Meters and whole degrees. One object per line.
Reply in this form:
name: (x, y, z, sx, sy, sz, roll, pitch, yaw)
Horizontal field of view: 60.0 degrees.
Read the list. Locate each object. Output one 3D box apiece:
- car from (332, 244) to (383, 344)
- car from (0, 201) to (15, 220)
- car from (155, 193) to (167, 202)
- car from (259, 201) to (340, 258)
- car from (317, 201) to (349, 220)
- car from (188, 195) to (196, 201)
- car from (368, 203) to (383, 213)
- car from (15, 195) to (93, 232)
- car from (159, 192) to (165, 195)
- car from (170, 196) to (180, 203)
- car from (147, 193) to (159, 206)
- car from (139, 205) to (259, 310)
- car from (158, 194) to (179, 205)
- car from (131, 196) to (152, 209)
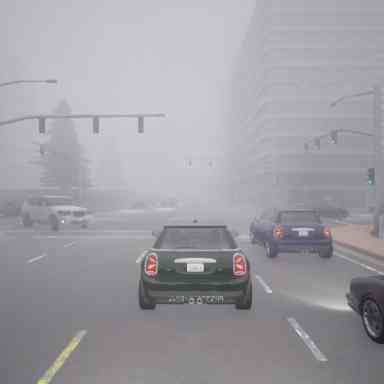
car: (3.599, 1.547, 3.351, 2.033, 1.411, 5.357, 0, 0, 0)
car: (-13.402, 1.441, 26.835, 4.902, 1.511, 2.128, 0, 0, -5)
car: (-7.000, 1.225, 74.567, 2.150, 2.045, 5.566, 0, 0, 0)
car: (3.587, 1.352, 12.827, 2.097, 1.767, 4.553, 0, 0, 0)
car: (10.241, 1.474, 26.987, 4.674, 1.442, 1.812, 0, 0, -4)
car: (0.000, 1.525, 81.125, 2.128, 1.511, 4.902, 0, 0, 0)
car: (19.936, 1.492, 32.455, 5.357, 1.411, 2.033, 0, 0, -18)
car: (-8.347, 1.206, 20.380, 5.566, 2.045, 2.150, 0, -2, 40)
car: (-7.048, 1.221, 63.922, 2.150, 2.045, 5.566, 0, 0, 1)
car: (-3.500, 1.595, 71.100, 1.895, 1.301, 4.718, 0, 0, 0)
car: (-7.089, 1.352, 54.508, 2.097, 1.767, 4.553, 0, 0, 0)
car: (0.071, 1.352, 7.988, 2.097, 1.767, 4.553, 0, 0, 0)
car: (-3.597, 1.491, 51.082, 2.128, 1.511, 4.902, 0, 0, 0)
car: (-7.100, 1.601, 45.613, 1.895, 1.301, 4.718, 0, 0, 0)
